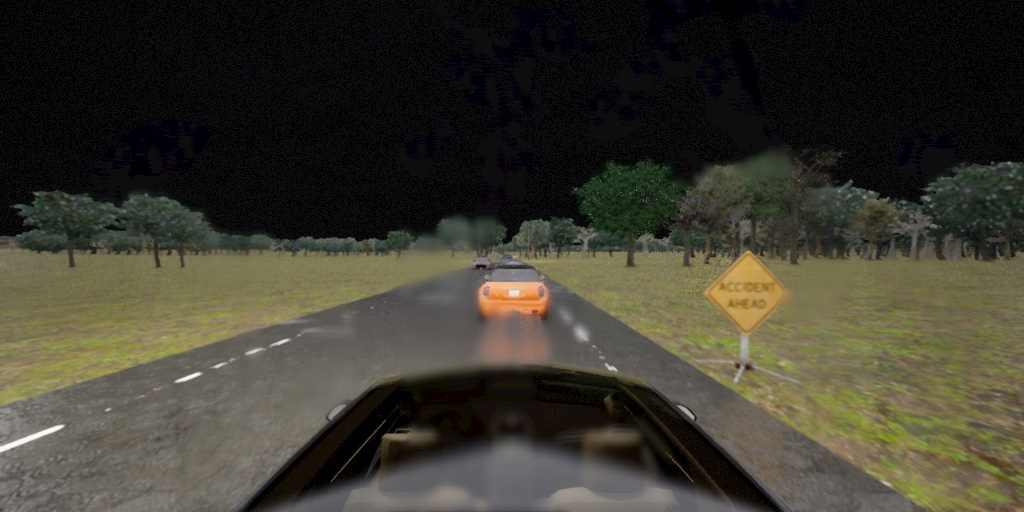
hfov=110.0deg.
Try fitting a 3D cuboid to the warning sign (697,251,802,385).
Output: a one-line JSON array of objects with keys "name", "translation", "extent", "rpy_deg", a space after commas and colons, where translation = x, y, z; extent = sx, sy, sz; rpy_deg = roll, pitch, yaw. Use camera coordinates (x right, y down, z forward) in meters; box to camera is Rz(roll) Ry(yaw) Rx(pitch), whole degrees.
[{"name": "warning sign", "translation": [3.550, 0.847, 5.486], "extent": [1.300, 1.860, 1.060], "rpy_deg": [0, 0, 0]}]

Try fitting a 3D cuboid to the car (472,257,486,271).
[{"name": "car", "translation": [-3.578, 0.869, 43.728], "extent": [2.097, 1.767, 4.553], "rpy_deg": [0, 0, 0]}]

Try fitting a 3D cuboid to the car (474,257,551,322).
[{"name": "car", "translation": [0.083, 1.047, 12.209], "extent": [2.097, 1.767, 4.553], "rpy_deg": [0, 0, 0]}]
